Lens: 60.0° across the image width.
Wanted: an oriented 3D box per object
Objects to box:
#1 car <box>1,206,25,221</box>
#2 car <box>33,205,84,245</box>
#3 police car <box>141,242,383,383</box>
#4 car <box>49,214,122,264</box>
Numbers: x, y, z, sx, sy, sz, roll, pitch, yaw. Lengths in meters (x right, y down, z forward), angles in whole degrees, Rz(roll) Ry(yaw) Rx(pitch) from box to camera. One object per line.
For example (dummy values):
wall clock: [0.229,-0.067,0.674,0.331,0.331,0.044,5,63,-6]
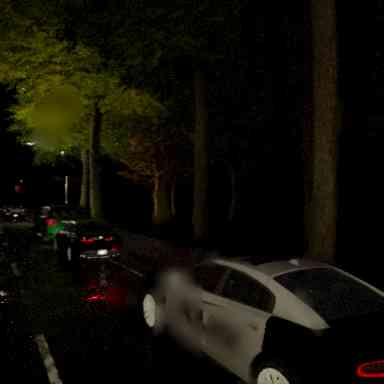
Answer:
car: [-19.804,2.499,37.140,1.994,1.385,4.181,2,-2,-31]
car: [-7.457,1.718,18.649,2.150,2.045,5.566,2,-2,-31]
police car: [0.816,1.593,5.045,1.930,1.638,5.238,2,-2,-31]
car: [-4.326,1.874,13.490,1.837,1.490,4.892,2,-2,-31]
